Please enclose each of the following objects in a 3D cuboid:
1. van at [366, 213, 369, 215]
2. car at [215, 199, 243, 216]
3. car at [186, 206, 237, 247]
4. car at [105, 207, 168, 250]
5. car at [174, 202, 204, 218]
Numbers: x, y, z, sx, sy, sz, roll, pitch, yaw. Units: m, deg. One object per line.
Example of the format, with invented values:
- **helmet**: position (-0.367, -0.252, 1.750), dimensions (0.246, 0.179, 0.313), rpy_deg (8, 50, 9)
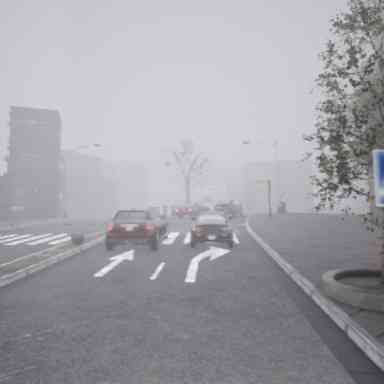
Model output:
- **van**: position (33.076, 4.264, 59.367), dimensions (1.878, 1.987, 4.442), rpy_deg (3, -6, -8)
- **car**: position (3.266, 1.435, 29.488), dimensions (1.837, 1.490, 4.892), rpy_deg (-3, -2, 20)
- **car**: position (0.915, 1.603, 15.392), dimensions (1.812, 1.442, 4.674), rpy_deg (-1, 0, 4)
- **car**: position (-2.354, 1.480, 15.281), dimensions (2.097, 1.767, 4.553), rpy_deg (-1, 0, 3)
- **car**: position (0.138, 1.615, 30.404), dimensions (2.033, 1.411, 5.357), rpy_deg (-3, -2, 20)
